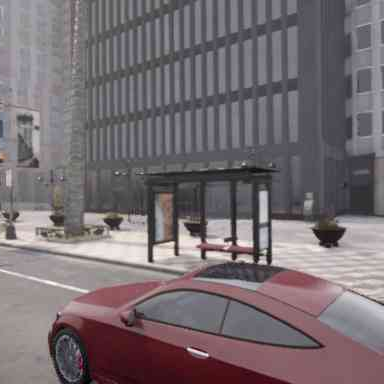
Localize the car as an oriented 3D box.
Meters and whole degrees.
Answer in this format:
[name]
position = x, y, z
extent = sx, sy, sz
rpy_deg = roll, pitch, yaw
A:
[car]
position = 0.340, 1.545, 3.689
extent = 4.674, 1.442, 1.812
rpy_deg = -1, -1, 36
